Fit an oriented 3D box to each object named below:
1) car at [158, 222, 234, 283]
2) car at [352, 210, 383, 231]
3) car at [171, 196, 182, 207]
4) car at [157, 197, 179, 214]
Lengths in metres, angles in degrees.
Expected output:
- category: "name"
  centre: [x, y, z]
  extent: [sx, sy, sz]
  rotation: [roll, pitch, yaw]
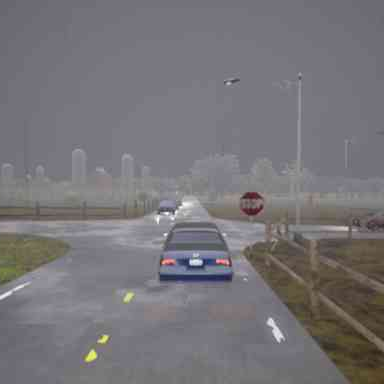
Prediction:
- category: "car"
  centre: [0.093, 1.598, 9.795]
  extent: [2.033, 1.411, 5.357]
  rotation: [0, 0, 0]
- category: "car"
  centre: [13.484, 1.955, 23.397]
  extent: [4.181, 1.385, 1.994]
  rotation: [1, 1, 0]
- category: "car"
  centre: [-2.879, 1.712, 48.067]
  extent: [2.128, 1.511, 4.902]
  rotation: [0, 0, 0]
- category: "car"
  centre: [-2.835, 1.657, 37.633]
  extent: [1.882, 1.535, 5.008]
  rotation: [0, 0, -1]
